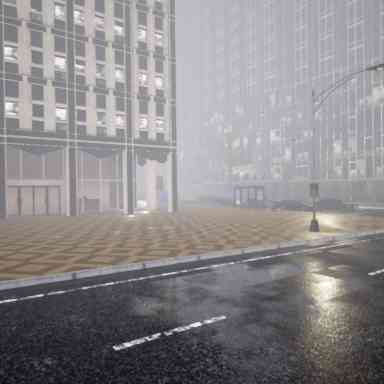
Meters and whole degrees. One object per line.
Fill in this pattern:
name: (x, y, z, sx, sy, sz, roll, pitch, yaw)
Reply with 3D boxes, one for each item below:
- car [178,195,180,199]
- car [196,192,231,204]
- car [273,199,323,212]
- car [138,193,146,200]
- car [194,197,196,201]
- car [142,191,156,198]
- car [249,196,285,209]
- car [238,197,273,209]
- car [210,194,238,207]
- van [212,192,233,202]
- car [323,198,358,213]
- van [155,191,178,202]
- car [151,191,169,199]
car: (-4.286, 0.928, 73.227, 1.802, 1.307, 4.206, -1, 1, -35)
car: (3.380, 1.193, 51.868, 2.033, 1.411, 5.357, -1, 1, -34)
car: (11.250, 1.418, 35.626, 1.947, 1.339, 4.313, -1, 1, -35)
car: (-11.191, 1.033, 68.478, 2.008, 1.369, 4.403, 0, 1, -35)
car: (2.156, 1.036, 63.861, 1.802, 1.307, 4.206, -1, 1, -35)
car: (-10.729, 0.678, 82.589, 1.967, 1.590, 4.097, -1, 1, -35)
car: (9.614, 1.310, 42.785, 1.994, 1.385, 4.181, -1, 1, -35)
car: (8.043, 1.382, 40.321, 1.802, 1.307, 4.206, -1, 1, -35)
car: (4.870, 1.314, 45.036, 1.947, 1.339, 4.313, -1, 1, -35)
van: (5.377, 0.848, 59.175, 1.690, 1.788, 3.998, -1, 1, -35)
car: (15.009, 1.359, 34.946, 1.812, 1.442, 4.674, -1, 1, -34)
van: (-4.748, 0.931, 59.110, 1.690, 1.788, 3.998, -1, 1, -35)
car: (-7.508, 0.607, 77.906, 2.192, 1.841, 5.009, -1, 1, -35)
